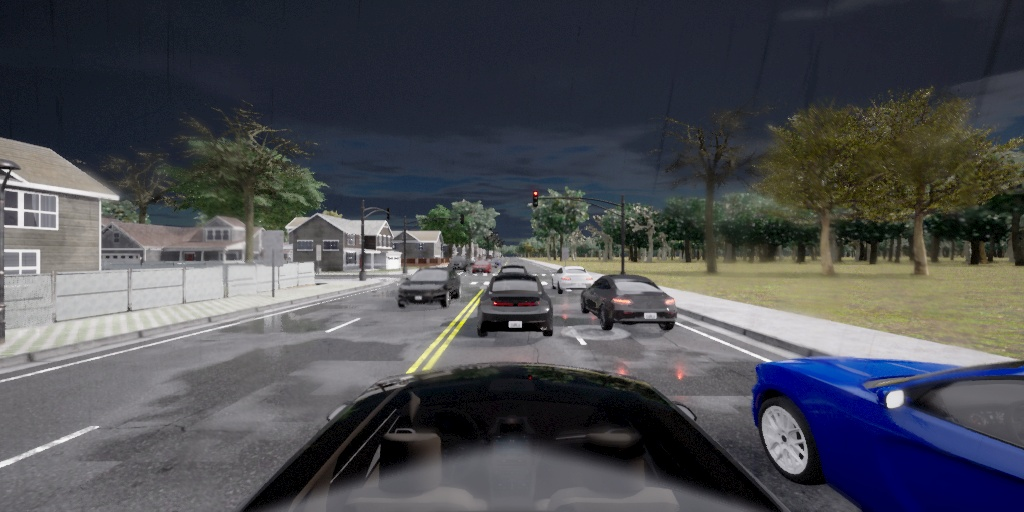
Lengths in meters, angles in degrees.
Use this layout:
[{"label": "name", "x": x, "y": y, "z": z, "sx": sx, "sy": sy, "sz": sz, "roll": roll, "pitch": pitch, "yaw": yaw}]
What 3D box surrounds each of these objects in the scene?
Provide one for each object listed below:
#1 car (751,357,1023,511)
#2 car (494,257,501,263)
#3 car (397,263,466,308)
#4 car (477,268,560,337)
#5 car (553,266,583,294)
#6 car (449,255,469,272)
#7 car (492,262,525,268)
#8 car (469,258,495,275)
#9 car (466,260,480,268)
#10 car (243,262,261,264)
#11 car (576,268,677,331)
[{"label": "car", "x": 3.350, "y": 1.228, "z": 1.615, "sx": 1.882, "sy": 1.535, "sz": 5.008, "roll": 0, "pitch": 0, "yaw": 0}, {"label": "car", "x": -3.286, "y": 1.224, "z": 55.752, "sx": 2.128, "sy": 1.511, "sz": 4.902, "roll": 0, "pitch": 0, "yaw": 0}, {"label": "car", "x": -3.336, "y": 1.227, "z": 15.272, "sx": 1.882, "sy": 1.535, "sz": 5.008, "roll": 0, "pitch": 0, "yaw": 0}, {"label": "car", "x": 0.091, "y": 1.255, "z": 10.293, "sx": 1.837, "sy": 1.490, "sz": 4.892, "roll": 0, "pitch": 0, "yaw": 0}, {"label": "car", "x": 3.327, "y": 1.276, "z": 20.035, "sx": 1.812, "sy": 1.442, "sz": 4.674, "roll": 0, "pitch": 0, "yaw": 0}, {"label": "car", "x": -6.557, "y": 0.960, "z": 45.179, "sx": 2.150, "sy": 2.045, "sz": 5.566, "roll": 0, "pitch": 0, "yaw": 0}, {"label": "car", "x": 0.074, "y": 1.255, "z": 19.709, "sx": 1.837, "sy": 1.490, "sz": 4.892, "roll": 0, "pitch": 0, "yaw": 0}, {"label": "car", "x": -3.305, "y": 1.223, "z": 39.831, "sx": 1.882, "sy": 1.535, "sz": 5.008, "roll": 0, "pitch": 0, "yaw": 0}, {"label": "car", "x": -6.519, "y": 1.330, "z": 60.316, "sx": 1.895, "sy": 1.301, "sz": 4.718, "roll": 0, "pitch": 0, "yaw": 0}, {"label": "car", "x": -19.716, "y": 1.273, "z": 30.756, "sx": 4.902, "sy": 1.511, "sz": 2.128, "roll": 0, "pitch": 0, "yaw": 0}, {"label": "car", "x": 3.342, "y": 1.276, "z": 10.930, "sx": 1.812, "sy": 1.442, "sz": 4.674, "roll": 0, "pitch": 0, "yaw": 0}]
